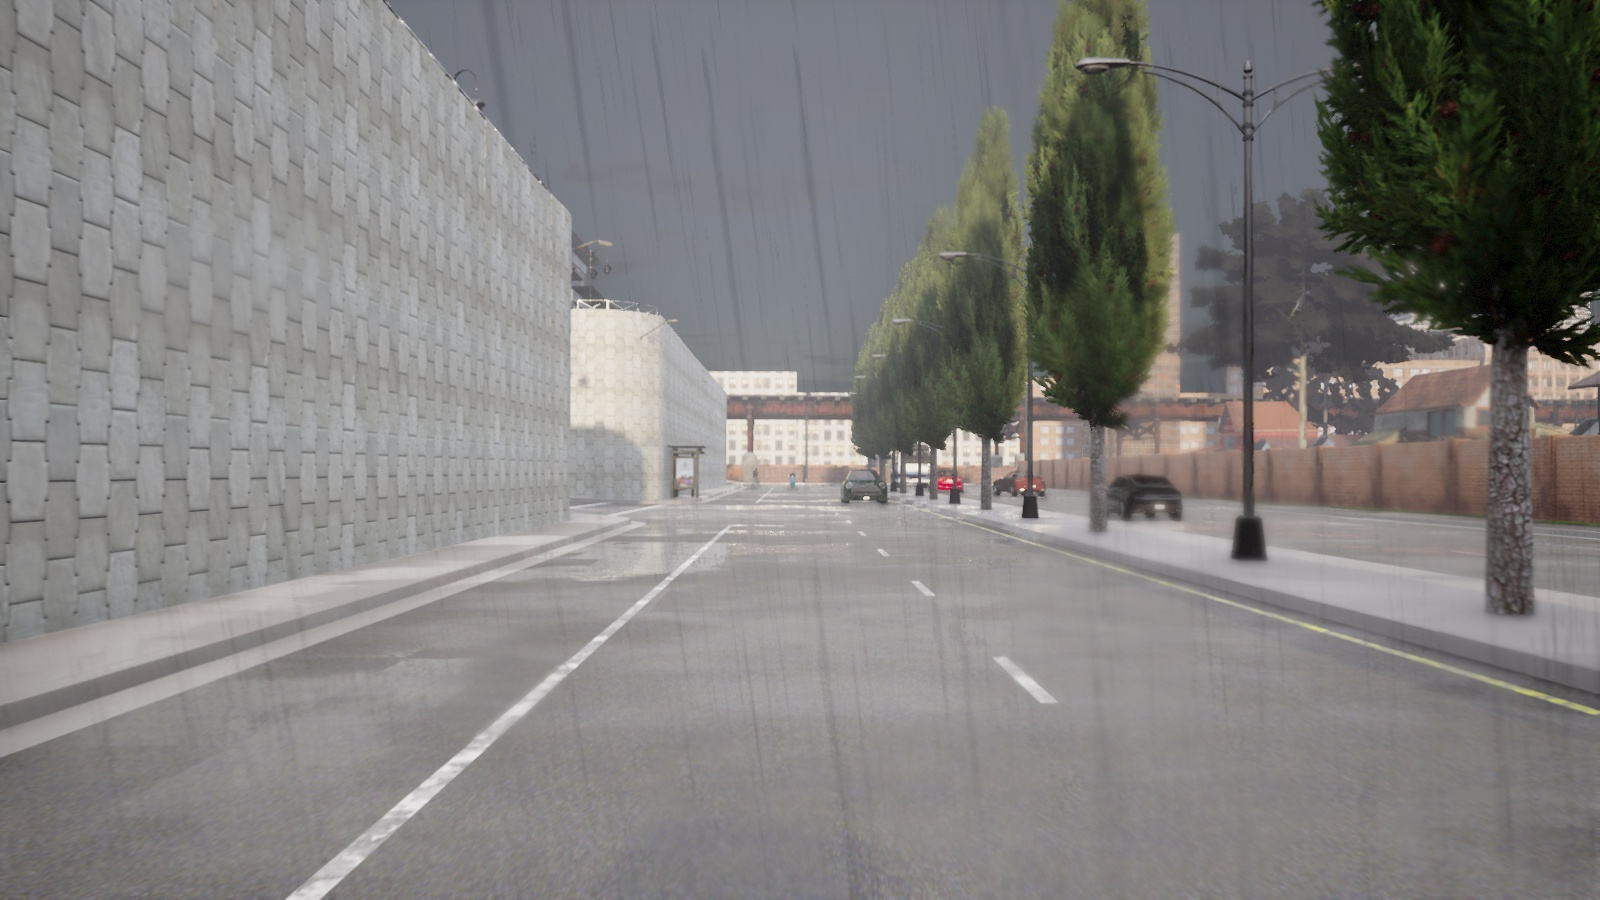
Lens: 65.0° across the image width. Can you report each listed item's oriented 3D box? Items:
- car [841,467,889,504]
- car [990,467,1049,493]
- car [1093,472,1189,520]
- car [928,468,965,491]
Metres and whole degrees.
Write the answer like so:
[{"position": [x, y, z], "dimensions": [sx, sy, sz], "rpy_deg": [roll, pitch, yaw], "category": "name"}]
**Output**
[{"position": [3.152, 1.711, 61.519], "dimensions": [2.097, 1.767, 4.553], "rpy_deg": [0, -1, 0], "category": "car"}, {"position": [14.225, 1.931, 81.641], "dimensions": [2.152, 1.651, 5.027], "rpy_deg": [0, -1, -10], "category": "car"}, {"position": [11.260, 1.490, 41.858], "dimensions": [1.837, 1.490, 4.892], "rpy_deg": [0, -1, 0], "category": "car"}, {"position": [10.971, 2.226, 94.360], "dimensions": [2.242, 1.667, 4.611], "rpy_deg": [0, -1, -1], "category": "car"}]
